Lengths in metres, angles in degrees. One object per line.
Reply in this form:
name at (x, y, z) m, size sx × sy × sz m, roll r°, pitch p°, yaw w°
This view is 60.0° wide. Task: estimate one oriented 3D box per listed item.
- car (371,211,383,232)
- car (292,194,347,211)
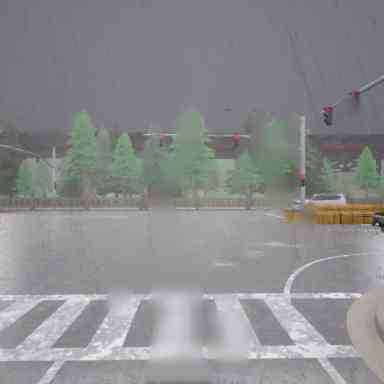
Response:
car at (12.176, 1.492, 17.606) m, size 4.902 × 1.511 × 2.128 m, roll 0°, pitch 0°, yaw -2°
car at (13.546, 1.221, 35.357) m, size 5.566 × 2.045 × 2.150 m, roll 0°, pitch 0°, yaw -2°
